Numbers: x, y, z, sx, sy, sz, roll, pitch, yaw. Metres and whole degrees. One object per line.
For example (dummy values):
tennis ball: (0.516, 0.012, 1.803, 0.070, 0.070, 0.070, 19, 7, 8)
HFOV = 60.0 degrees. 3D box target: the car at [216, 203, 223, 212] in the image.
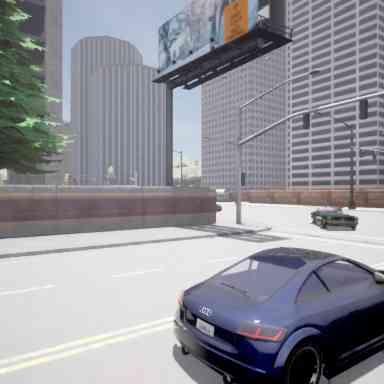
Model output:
car: (1.546, 1.564, 37.321, 1.994, 1.385, 4.181, 0, 0, -35)

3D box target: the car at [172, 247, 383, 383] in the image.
car: (1.796, 1.564, 5.074, 4.181, 1.385, 1.994, 0, 0, -35)

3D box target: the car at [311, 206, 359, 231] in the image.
car: (8.940, 1.601, 21.057, 1.895, 1.301, 4.718, 0, 0, 10)
